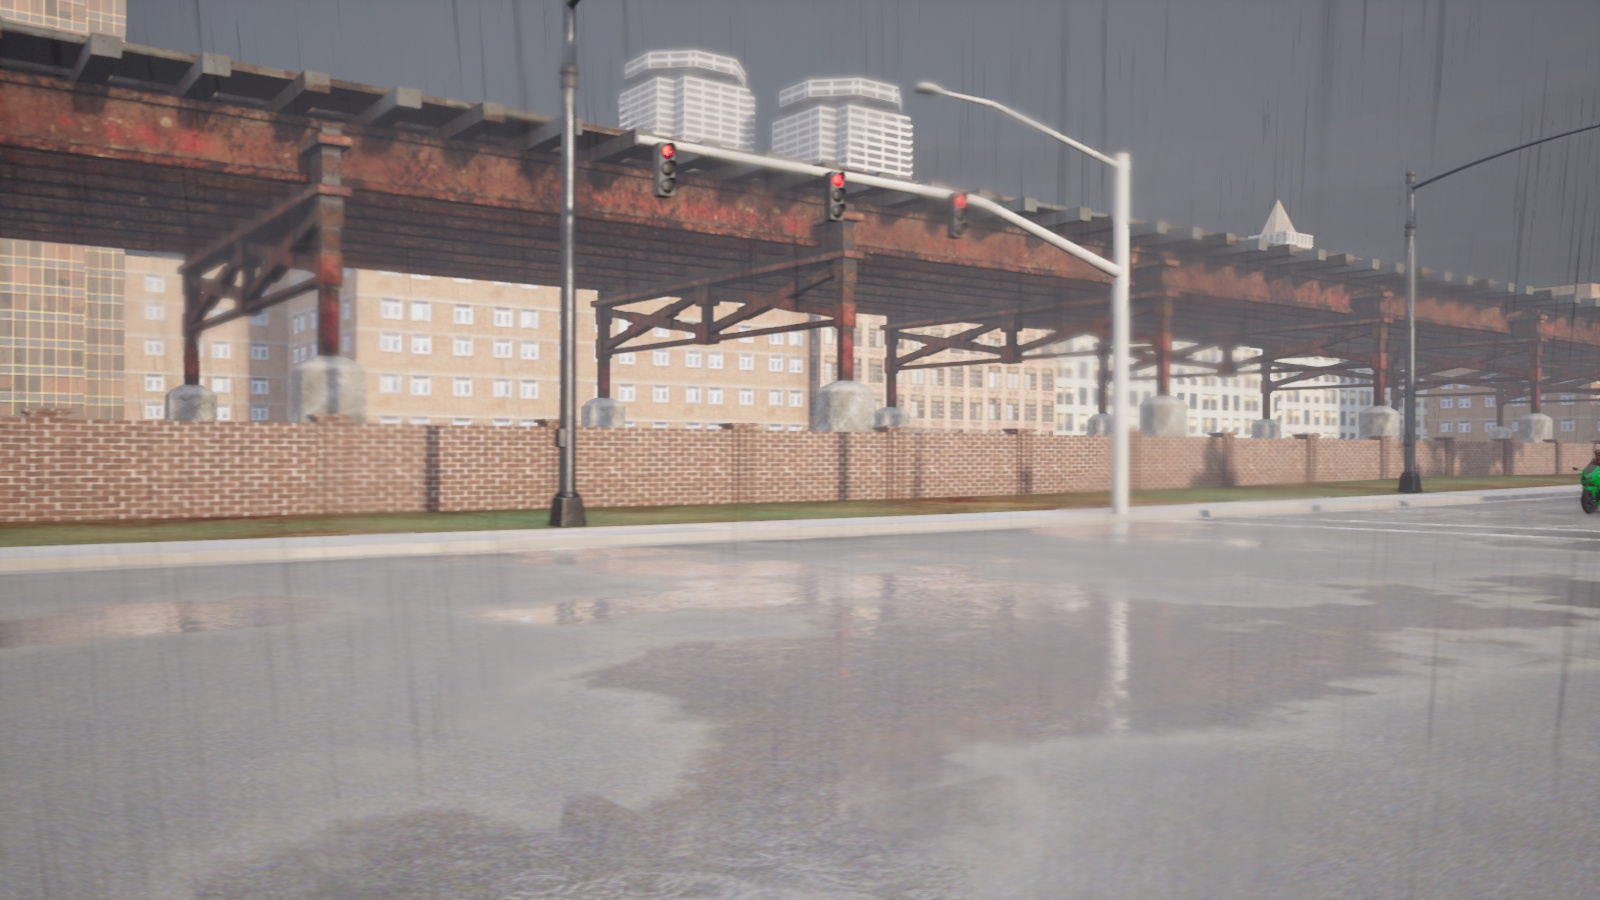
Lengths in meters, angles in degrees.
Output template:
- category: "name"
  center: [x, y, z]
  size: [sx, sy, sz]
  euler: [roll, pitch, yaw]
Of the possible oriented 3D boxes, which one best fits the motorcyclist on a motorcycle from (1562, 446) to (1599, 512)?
- category: "motorcyclist on a motorcycle"
  center: [18.971, 0.660, 29.752]
  size: [2.044, 1.523, 0.797]
  euler: [-1, 0, -35]
